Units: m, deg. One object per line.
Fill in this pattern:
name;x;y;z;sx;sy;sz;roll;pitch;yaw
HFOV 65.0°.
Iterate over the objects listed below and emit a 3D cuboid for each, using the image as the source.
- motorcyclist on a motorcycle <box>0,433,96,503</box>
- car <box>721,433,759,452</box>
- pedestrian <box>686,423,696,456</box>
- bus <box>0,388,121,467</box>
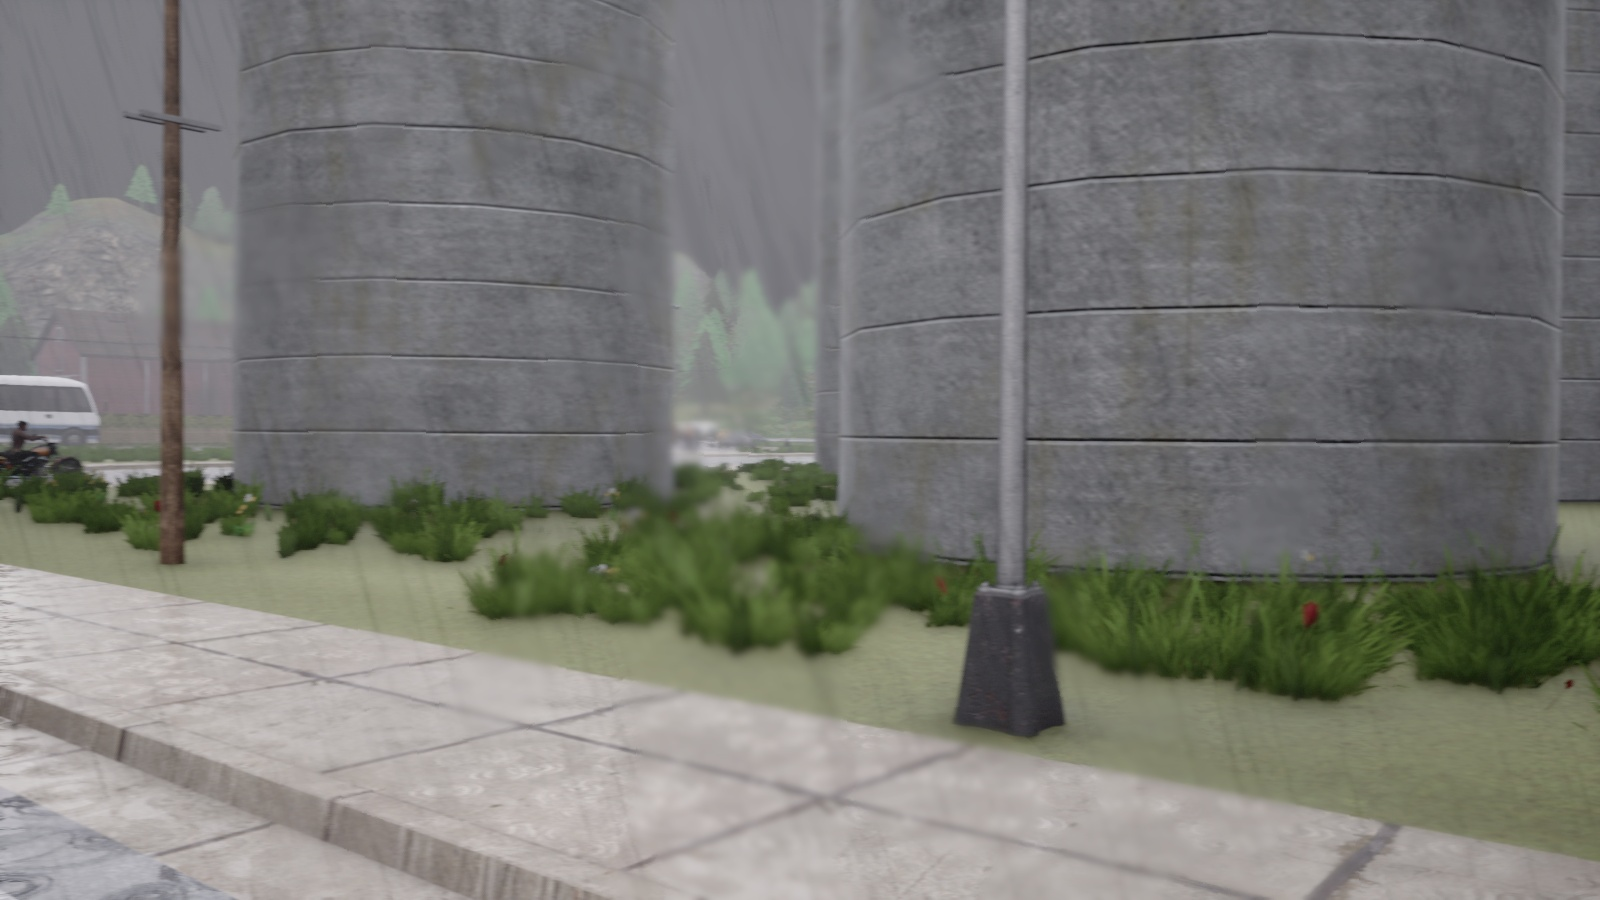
motorcyclist on a motorcycle;-18.586;0.421;30.626;0.766;1.649;2.350;0;1;38
car;-4.448;-0.564;94.240;1.994;1.385;4.181;0;1;9
pedestrian;-6.095;-0.598;70.413;0.345;1.836;0.594;0;1;17
bus;-43.679;-1.217;69.225;3.944;4.253;10.273;0;1;44
